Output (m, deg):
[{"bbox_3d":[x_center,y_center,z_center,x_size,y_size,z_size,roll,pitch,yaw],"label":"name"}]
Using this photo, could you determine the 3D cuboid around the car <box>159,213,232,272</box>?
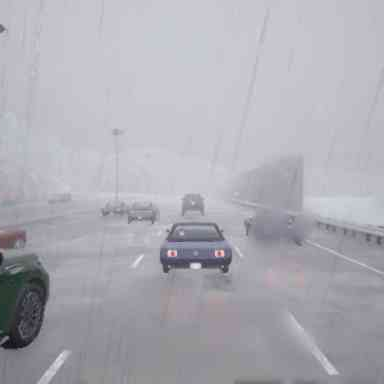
[{"bbox_3d":[0.099,1.587,10.676,1.895,1.301,4.718,0,0,0],"label":"car"}]

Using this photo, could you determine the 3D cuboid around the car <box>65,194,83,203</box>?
[{"bbox_3d":[-24.037,1.269,67.883,2.097,1.767,4.553,0,0,1],"label":"car"}]

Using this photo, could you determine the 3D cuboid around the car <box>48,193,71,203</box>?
[{"bbox_3d":[-20.931,1.152,53.046,2.150,2.045,5.566,0,0,2],"label":"car"}]

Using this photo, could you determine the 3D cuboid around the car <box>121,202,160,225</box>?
[{"bbox_3d":[-3.404,1.461,24.056,2.128,1.511,4.902,0,0,0],"label":"car"}]

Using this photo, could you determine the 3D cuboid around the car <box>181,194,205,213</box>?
[{"bbox_3d":[0.095,1.179,33.984,2.150,2.045,5.566,0,0,0],"label":"car"}]

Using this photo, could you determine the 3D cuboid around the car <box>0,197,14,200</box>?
[{"bbox_3d":[-27.990,1.484,49.164,2.033,1.411,5.357,0,0,1],"label":"car"}]

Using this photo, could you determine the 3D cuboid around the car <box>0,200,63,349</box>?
[{"bbox_3d":[-3.400,1.217,3.094,2.150,2.045,5.566,0,0,0],"label":"car"}]

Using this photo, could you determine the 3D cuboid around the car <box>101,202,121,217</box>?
[{"bbox_3d":[-6.906,1.562,30.907,1.895,1.301,4.718,0,0,0],"label":"car"}]

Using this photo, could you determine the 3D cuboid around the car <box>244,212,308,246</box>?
[{"bbox_3d":[3.598,1.582,15.256,1.895,1.301,4.718,0,0,0],"label":"car"}]

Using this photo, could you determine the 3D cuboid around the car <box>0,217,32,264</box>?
[{"bbox_3d":[-6.896,1.588,9.972,1.895,1.301,4.718,0,0,0],"label":"car"}]

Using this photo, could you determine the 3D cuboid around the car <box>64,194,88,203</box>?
[{"bbox_3d":[-17.457,1.461,51.069,1.812,1.442,4.674,0,0,1],"label":"car"}]
